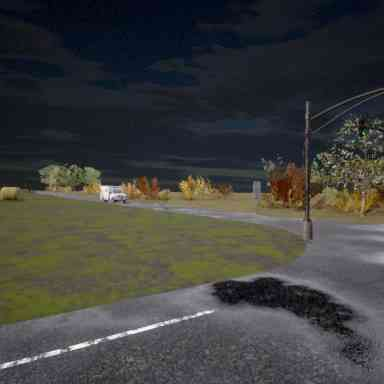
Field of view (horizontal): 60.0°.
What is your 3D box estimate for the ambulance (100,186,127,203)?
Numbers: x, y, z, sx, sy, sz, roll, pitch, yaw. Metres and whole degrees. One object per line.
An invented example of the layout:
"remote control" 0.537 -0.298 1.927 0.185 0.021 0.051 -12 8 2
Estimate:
"ambulance" -11.822 0.341 50.096 2.351 2.431 6.366 2 0 -32
